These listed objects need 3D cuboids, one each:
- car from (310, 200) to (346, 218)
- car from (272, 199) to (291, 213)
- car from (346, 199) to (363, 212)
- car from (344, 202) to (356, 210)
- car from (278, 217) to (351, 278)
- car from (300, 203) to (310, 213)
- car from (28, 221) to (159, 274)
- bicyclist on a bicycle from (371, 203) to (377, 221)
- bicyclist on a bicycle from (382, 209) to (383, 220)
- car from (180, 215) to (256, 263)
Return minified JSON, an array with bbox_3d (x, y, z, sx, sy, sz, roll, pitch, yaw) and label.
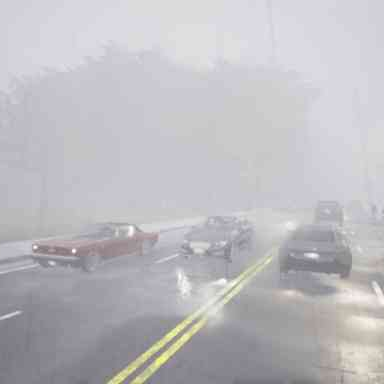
[{"bbox_3d":[11.460,1.693,27.927,2.150,2.045,5.566,0,-1,23],"label":"car"},{"bbox_3d":[13.291,1.994,48.969,2.150,2.045,5.566,0,-1,24],"label":"car"},{"bbox_3d":[26.146,2.190,53.603,2.150,2.045,5.566,0,-1,23],"label":"car"},{"bbox_3d":[31.729,2.761,66.750,1.994,1.385,4.181,0,-1,23],"label":"car"},{"bbox_3d":[4.104,1.746,10.972,1.994,1.385,4.181,0,-1,23],"label":"car"},{"bbox_3d":[17.446,2.381,50.368,2.033,1.411,5.357,0,-1,24],"label":"car"},{"bbox_3d":[-3.041,1.719,11.339,1.895,1.301,4.718,0,-1,23],"label":"car"},{"bbox_3d":[18.136,1.977,33.163,0.659,1.776,1.843,0,-1,23],"label":"bicyclist on a bicycle"},{"bbox_3d":[14.476,1.830,24.725,0.659,1.776,1.843,0,-1,23],"label":"bicyclist on a bicycle"},{"bbox_3d":[1.190,1.671,12.921,2.128,1.511,4.902,0,-1,23],"label":"car"}]
